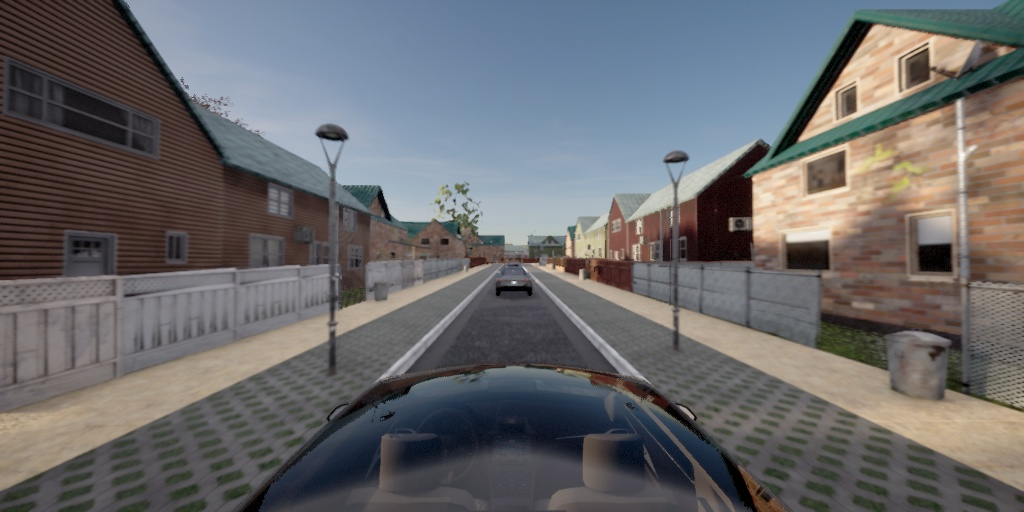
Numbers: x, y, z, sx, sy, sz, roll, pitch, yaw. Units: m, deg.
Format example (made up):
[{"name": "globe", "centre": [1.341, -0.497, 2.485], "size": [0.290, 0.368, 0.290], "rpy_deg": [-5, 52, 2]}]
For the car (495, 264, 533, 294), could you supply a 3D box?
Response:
[{"name": "car", "centre": [0.105, 1.314, 20.030], "size": [1.994, 1.385, 4.181], "rpy_deg": [0, 0, 0]}]

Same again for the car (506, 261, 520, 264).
[{"name": "car", "centre": [0.108, 1.242, 37.338], "size": [2.128, 1.511, 4.902], "rpy_deg": [0, 0, 0]}]
